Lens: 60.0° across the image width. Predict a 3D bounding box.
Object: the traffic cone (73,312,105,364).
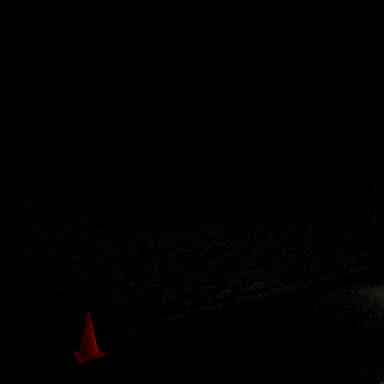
[{"bbox_3d":[-1.419,1.949,4.564,0.340,0.580,0.340,0,0,-35],"label":"traffic cone"}]
